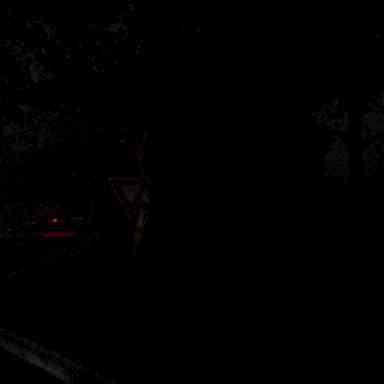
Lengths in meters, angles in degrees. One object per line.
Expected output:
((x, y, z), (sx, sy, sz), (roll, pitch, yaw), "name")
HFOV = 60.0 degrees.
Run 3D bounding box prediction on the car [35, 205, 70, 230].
((-9.421, 1.598, 22.409), (1.882, 1.535, 5.008), (0, -1, -26), "car")
